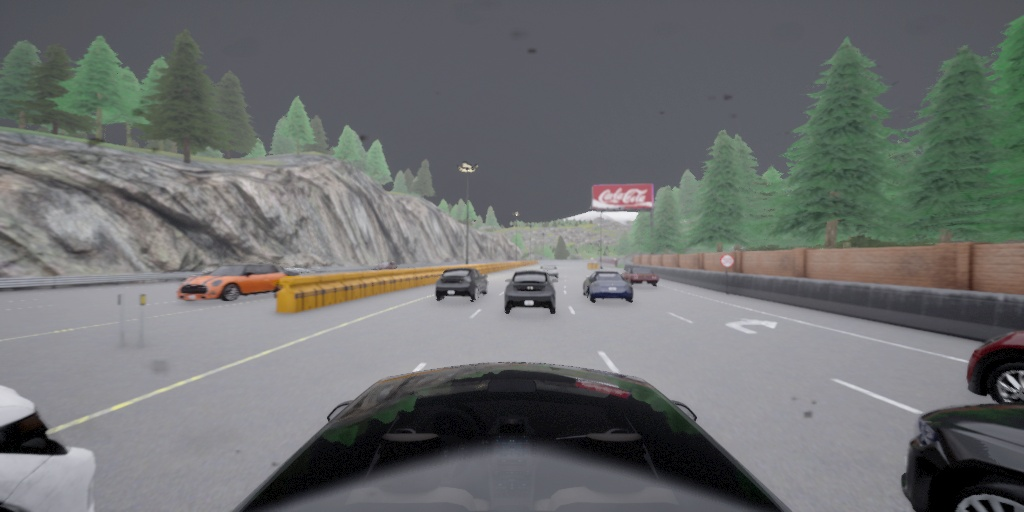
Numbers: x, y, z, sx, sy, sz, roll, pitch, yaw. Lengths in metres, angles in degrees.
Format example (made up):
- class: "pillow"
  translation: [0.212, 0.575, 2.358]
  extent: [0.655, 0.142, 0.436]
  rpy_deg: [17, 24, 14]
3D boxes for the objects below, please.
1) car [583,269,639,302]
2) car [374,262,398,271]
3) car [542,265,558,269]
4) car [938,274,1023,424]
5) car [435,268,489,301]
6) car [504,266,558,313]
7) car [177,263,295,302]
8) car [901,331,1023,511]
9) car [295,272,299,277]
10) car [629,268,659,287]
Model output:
- class: "car"
  translation: [4.650, 1.423, 17.771]
  extent: [1.994, 1.385, 4.181]
  rpy_deg: [0, 0, 6]
- class: "car"
  translation: [-18.580, 1.567, 53.085]
  extent: [1.812, 1.442, 4.674]
  rpy_deg: [0, 0, 9]
- class: "car"
  translation: [3.705, 1.565, 36.130]
  extent: [1.895, 1.301, 4.718]
  rpy_deg: [0, 0, 9]
- class: "car"
  translation: [7.184, 1.131, 2.892]
  extent: [2.097, 1.767, 4.553]
  rpy_deg: [0, 0, 0]
- class: "car"
  translation: [-2.388, 1.343, 17.915]
  extent: [1.837, 1.490, 4.892]
  rpy_deg: [0, 0, 6]
- class: "car"
  translation: [0.778, 1.332, 14.381]
  extent: [1.837, 1.490, 4.892]
  rpy_deg: [0, 0, 5]
- class: "car"
  translation: [-13.214, 1.152, 17.307]
  extent: [2.097, 1.767, 4.553]
  rpy_deg: [0, 0, 6]
- class: "car"
  translation: [3.675, 1.246, 0.471]
  extent: [2.128, 1.511, 4.902]
  rpy_deg: [0, 0, 0]
- class: "car"
  translation: [-16.090, 1.373, 23.039]
  extent: [2.033, 1.411, 5.357]
  rpy_deg: [0, 0, 8]
- class: "car"
  translation: [9.363, 1.527, 26.603]
  extent: [1.895, 1.301, 4.718]
  rpy_deg: [0, 0, 8]
